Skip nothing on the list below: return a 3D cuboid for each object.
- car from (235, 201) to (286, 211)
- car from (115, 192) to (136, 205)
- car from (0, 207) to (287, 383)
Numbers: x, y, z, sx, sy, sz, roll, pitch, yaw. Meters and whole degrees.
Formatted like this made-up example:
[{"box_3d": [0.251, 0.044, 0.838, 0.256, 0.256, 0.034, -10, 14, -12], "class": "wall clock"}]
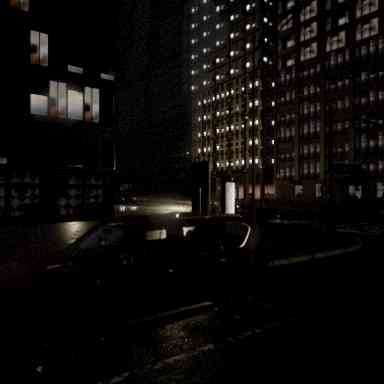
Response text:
[{"box_3d": [4.894, 1.389, 25.625, 1.895, 1.301, 4.718, 0, 1, -37], "class": "car"}, {"box_3d": [-9.297, 0.836, 44.742, 2.097, 1.767, 4.553, 0, 1, -37], "class": "car"}, {"box_3d": [-0.827, 1.316, 5.590, 5.009, 1.841, 2.192, 0, 0, -35], "class": "car"}]
